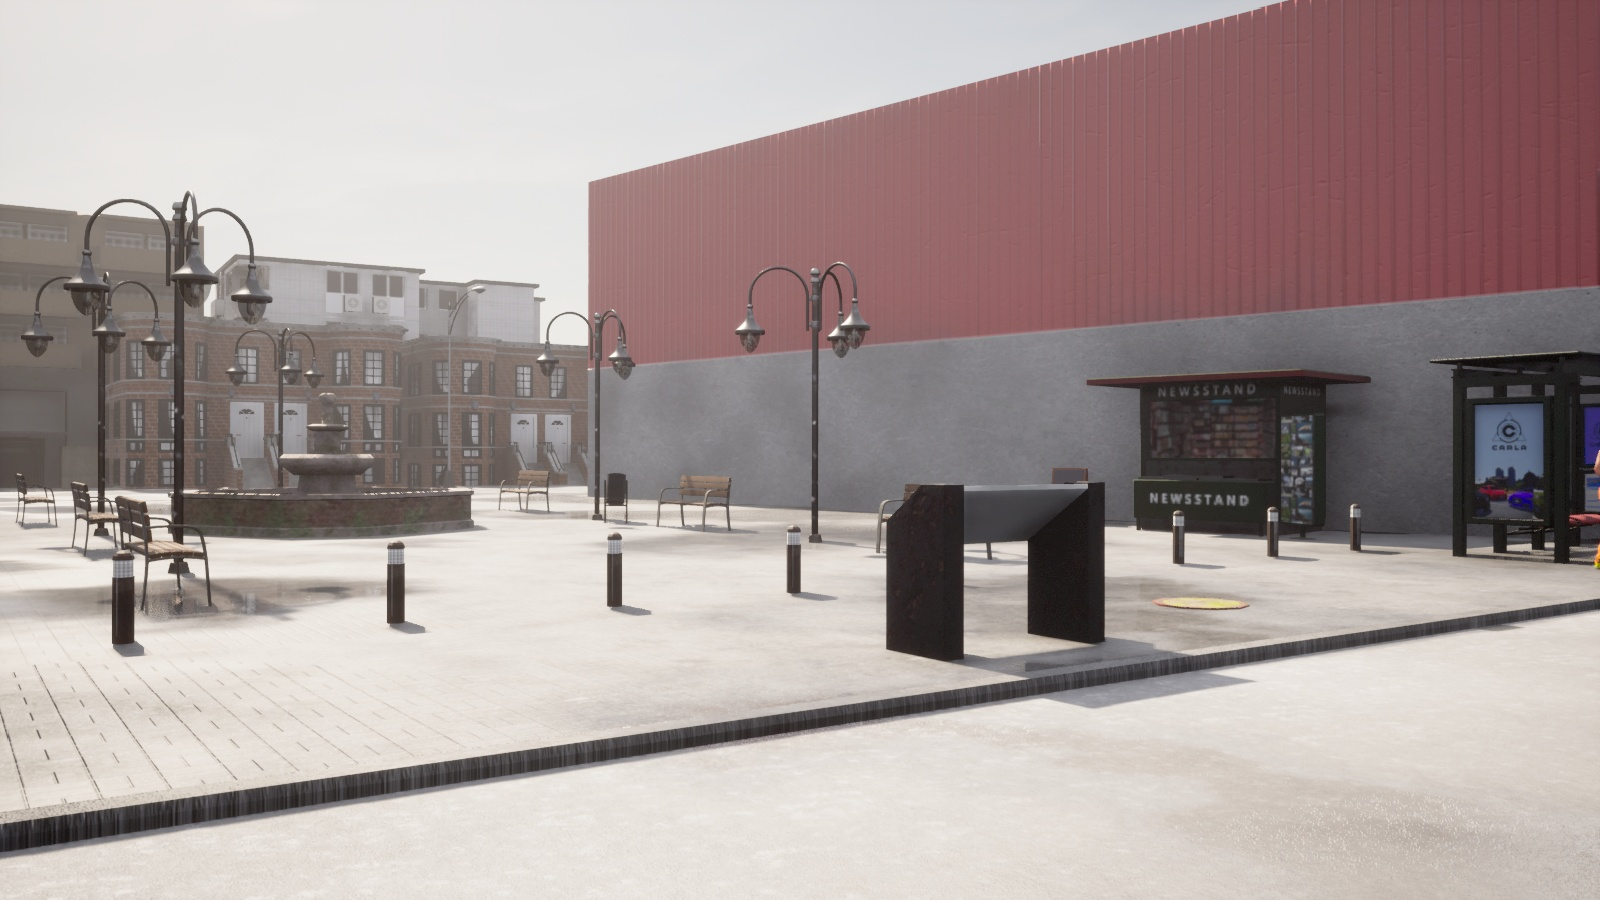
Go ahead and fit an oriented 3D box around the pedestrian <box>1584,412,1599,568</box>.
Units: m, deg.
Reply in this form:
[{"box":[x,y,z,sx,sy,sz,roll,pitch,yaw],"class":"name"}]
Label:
[{"box":[9.711,0.470,14.914,0.594,1.836,0.345,0,0,-10],"class":"pedestrian"}]
